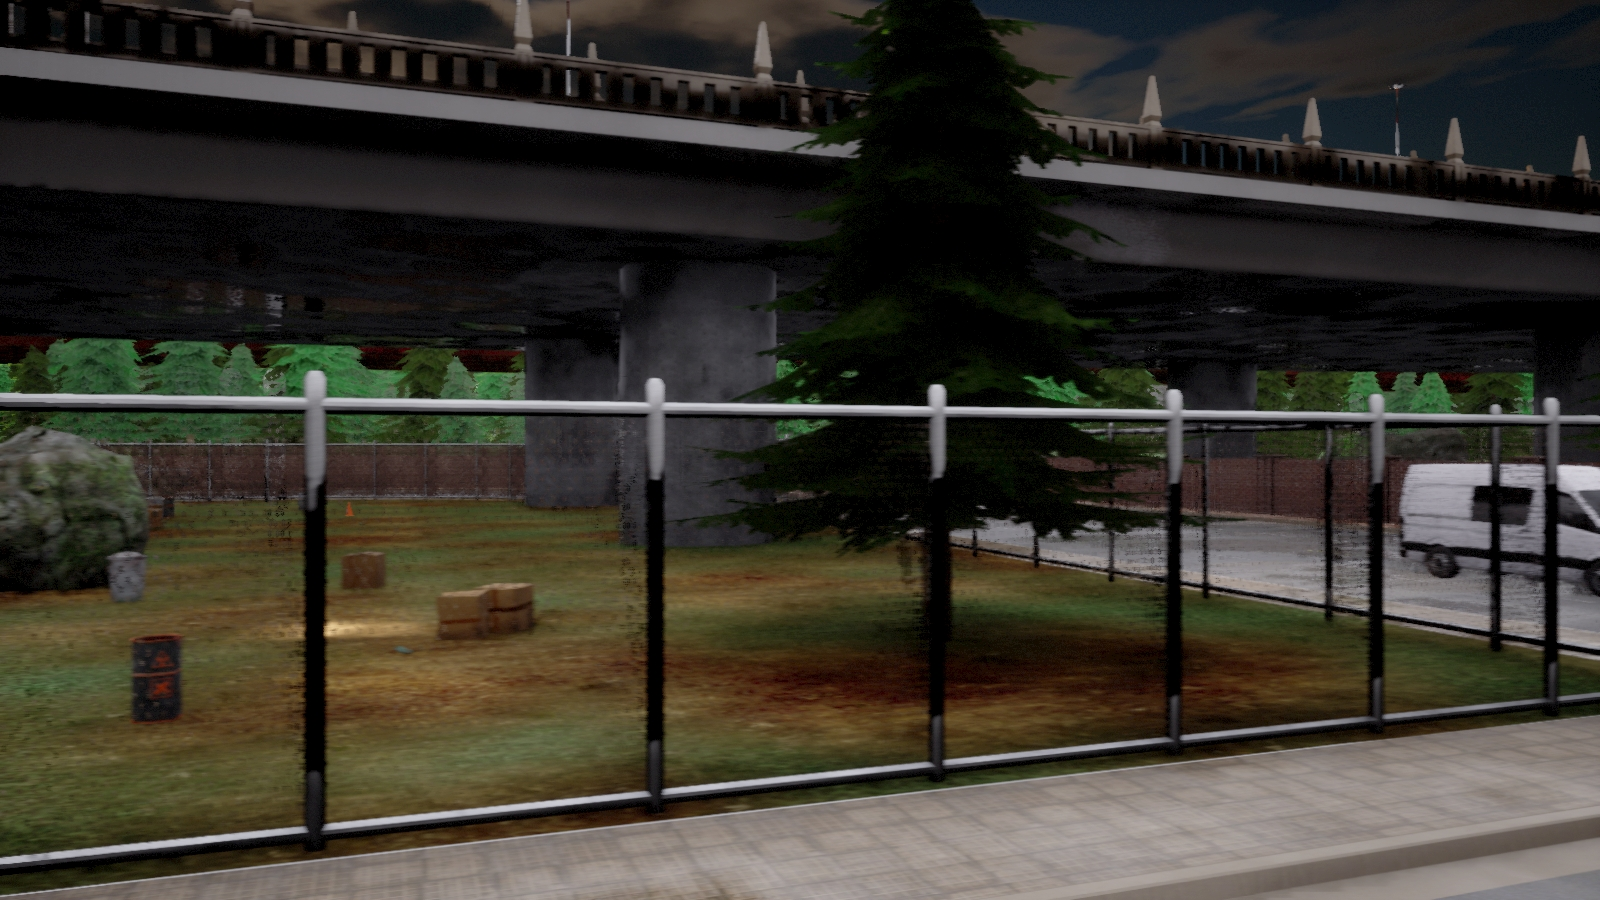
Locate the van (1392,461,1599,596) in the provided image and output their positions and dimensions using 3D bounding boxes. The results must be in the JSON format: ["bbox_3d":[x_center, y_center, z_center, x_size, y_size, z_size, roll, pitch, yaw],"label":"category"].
[{"bbox_3d":[15.736,1.537,24.157,1.988,2.561,5.915,0,0,-20],"label":"van"}]
